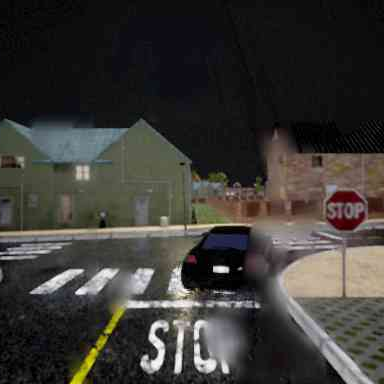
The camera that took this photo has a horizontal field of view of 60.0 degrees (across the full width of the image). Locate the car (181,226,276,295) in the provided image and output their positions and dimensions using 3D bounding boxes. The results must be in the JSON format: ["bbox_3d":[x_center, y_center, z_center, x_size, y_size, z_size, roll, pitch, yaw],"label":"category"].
[{"bbox_3d":[1.136,1.590,8.982,1.994,1.385,4.181,-1,0,15],"label":"car"}]
